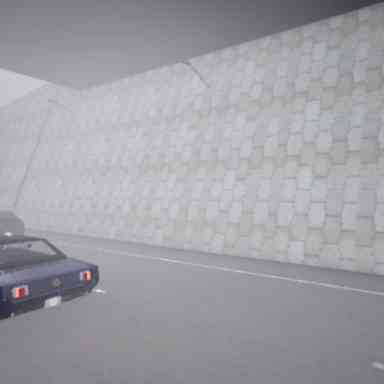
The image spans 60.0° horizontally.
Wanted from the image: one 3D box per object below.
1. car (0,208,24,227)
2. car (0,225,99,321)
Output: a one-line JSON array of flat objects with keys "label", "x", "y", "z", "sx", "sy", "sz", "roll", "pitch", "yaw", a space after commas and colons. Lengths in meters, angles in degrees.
[{"label": "car", "x": -9.529, "y": 1.466, "z": 15.101, "sx": 4.892, "sy": 1.490, "sz": 1.837, "roll": 0, "pitch": 0, "yaw": 36}, {"label": "car", "x": -4.175, "y": 1.584, "z": 6.975, "sx": 4.718, "sy": 1.301, "sz": 1.895, "roll": 0, "pitch": 0, "yaw": 36}]
